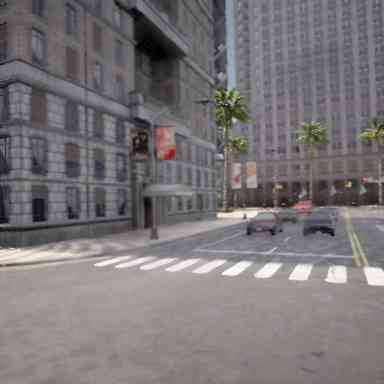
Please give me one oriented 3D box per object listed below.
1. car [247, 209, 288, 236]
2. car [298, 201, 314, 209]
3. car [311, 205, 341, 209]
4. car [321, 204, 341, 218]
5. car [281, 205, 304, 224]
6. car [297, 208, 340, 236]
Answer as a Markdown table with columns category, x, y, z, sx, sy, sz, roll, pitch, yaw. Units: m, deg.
| category | x | y | z | sx | sy | sz | roll | pitch | yaw |
| --- | --- | --- | --- | --- | --- | --- | --- | --- | --- |
| car | 5.121 | 2.126 | 22.934 | 1.812 | 1.442 | 4.674 | -2 | -2 | 24 |
| car | 15.766 | 2.281 | 46.344 | 2.150 | 2.045 | 5.566 | -2 | -2 | 25 |
| car | 12.779 | 2.217 | 31.442 | 2.033 | 1.411 | 5.357 | -2 | -2 | 24 |
| car | 17.803 | 2.375 | 42.397 | 2.128 | 1.511 | 4.902 | -2 | -2 | 25 |
| car | 9.324 | 2.291 | 32.299 | 1.837 | 1.490 | 4.892 | -2 | -2 | 24 |
| car | 8.459 | 2.027 | 21.840 | 2.033 | 1.411 | 5.357 | -2 | -2 | 24 |
